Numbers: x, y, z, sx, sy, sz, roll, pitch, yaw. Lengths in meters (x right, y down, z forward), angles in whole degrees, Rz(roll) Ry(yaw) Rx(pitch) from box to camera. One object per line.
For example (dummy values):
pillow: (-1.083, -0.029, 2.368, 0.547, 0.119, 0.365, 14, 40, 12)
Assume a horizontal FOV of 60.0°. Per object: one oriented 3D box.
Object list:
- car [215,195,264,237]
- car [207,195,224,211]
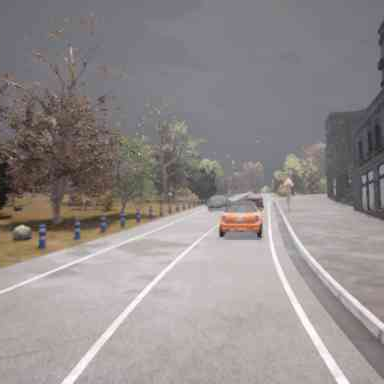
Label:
car: (2.723, 1.271, 17.954, 2.097, 1.767, 4.553, -1, 1, 12)
car: (2.819, 1.116, 34.330, 1.837, 1.490, 4.892, -1, 1, 13)
